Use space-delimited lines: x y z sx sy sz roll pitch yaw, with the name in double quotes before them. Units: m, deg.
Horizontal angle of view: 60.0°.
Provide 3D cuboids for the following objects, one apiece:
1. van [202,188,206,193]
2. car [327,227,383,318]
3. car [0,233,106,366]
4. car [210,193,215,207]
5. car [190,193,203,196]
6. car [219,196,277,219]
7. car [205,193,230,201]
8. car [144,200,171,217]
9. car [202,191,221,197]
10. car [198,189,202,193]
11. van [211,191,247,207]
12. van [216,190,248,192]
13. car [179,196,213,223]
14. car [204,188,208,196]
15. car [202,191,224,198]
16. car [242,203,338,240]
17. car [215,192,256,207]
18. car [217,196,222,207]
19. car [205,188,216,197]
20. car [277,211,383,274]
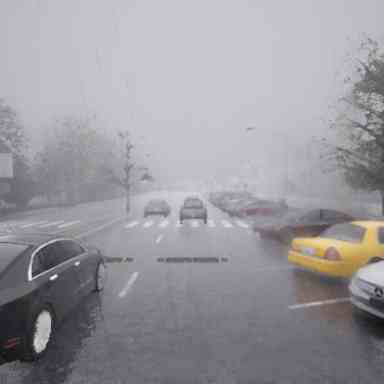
"van" 4.940 0.588 68.729 4.442 1.987 1.878 0 2 -20
"car" 5.073 1.501 5.974 4.674 1.452 2.002 1 1 -20
"car" -2.902 1.479 5.833 1.837 1.490 4.892 0 0 0
"car" 5.050 1.192 38.941 4.892 1.521 2.231 1 0 -20
"car" 0.086 1.187 41.082 1.837 1.490 4.892 0 0 0
"car" 5.035 1.321 26.976 4.792 1.488 2.163 1 1 -20
"car" 5.041 0.909 65.802 4.674 1.452 2.002 0 1 -20
"car" -2.910 1.353 28.631 1.994 1.385 4.181 0 0 0
"car" 5.034 0.453 86.682 4.674 1.452 2.002 0 1 -20
"car" 4.868 0.614 77.668 5.366 1.575 1.946 0 2 -20
"van" 4.949 0.913 44.860 4.442 1.987 1.878 1 1 -20
"van" 5.169 0.991 36.000 4.442 1.987 1.878 1 0 -20
"car" 0.092 1.322 23.656 2.128 1.511 4.902 0 0 0
"car" 5.082 0.863 47.903 5.566 2.045 2.435 1 0 -20
"car" 5.067 0.578 80.730 4.792 1.488 2.163 0 1 -20
"car" 5.040 1.423 14.971 4.792 1.488 2.163 1 1 -20
"car" 5.031 1.115 32.965 4.553 1.767 2.185 1 0 -20
"car" 5.055 1.306 29.995 4.674 1.452 2.002 1 0 -20
"car" 5.034 0.914 41.907 5.566 2.045 2.435 1 1 -20
"car" 5.239 1.441 9.047 5.366 1.575 1.946 1 0 -20
